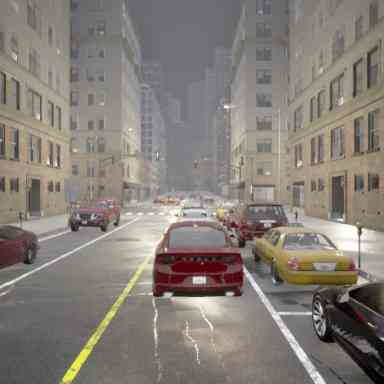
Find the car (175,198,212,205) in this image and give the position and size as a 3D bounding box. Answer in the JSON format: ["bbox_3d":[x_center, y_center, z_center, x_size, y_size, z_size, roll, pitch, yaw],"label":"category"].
[{"bbox_3d":[0.121,1.454,25.256,2.128,1.511,4.902,0,0,0],"label":"car"}]

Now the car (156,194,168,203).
[{"bbox_3d":[-5.636,1.224,63.308,1.967,1.590,4.097,1,0,0],"label":"car"}]

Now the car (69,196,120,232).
[{"bbox_3d":[-5.720,1.291,20.226,2.192,1.841,5.009,0,0,0],"label":"car"}]

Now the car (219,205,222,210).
[{"bbox_3d":[2.805,1.558,20.202,1.802,1.307,4.206,0,0,0],"label":"car"}]

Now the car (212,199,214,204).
[{"bbox_3d":[2.815,1.486,25.926,1.752,1.417,4.829,0,0,0],"label":"car"}]

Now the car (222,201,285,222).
[{"bbox_3d":[2.795,1.302,14.651,2.192,1.841,5.009,0,0,0],"label":"car"}]

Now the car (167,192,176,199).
[{"bbox_3d":[-5.583,0.899,90.422,2.192,1.841,5.009,1,0,0],"label":"car"}]

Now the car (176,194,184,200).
[{"bbox_3d":[-2.849,1.184,80.714,1.812,1.442,4.674,0,0,0],"label":"car"}]

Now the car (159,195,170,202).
[{"bbox_3d":[-5.627,1.292,68.731,1.887,1.381,4.507,1,0,0],"label":"car"}]

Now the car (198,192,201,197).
[{"bbox_3d":[2.919,1.250,79.556,1.802,1.307,4.206,1,0,0],"label":"car"}]

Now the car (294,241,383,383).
[{"bbox_3d":[2.772,1.566,3.546,1.947,1.339,4.313,0,0,0],"label":"car"}]

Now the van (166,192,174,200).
[{"bbox_3d":[-5.593,0.968,84.999,1.690,1.788,3.998,1,0,0],"label":"van"}]

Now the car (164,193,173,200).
[{"bbox_3d":[-5.605,1.108,79.577,1.967,1.590,4.097,1,0,0],"label":"car"}]

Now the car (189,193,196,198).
[{"bbox_3d":[0.175,1.061,93.182,1.837,1.490,4.892,0,0,0],"label":"car"}]

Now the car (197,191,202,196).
[{"bbox_3d":[2.941,1.024,90.400,1.967,1.590,4.097,1,0,0],"label":"car"}]

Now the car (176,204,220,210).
[{"bbox_3d":[0.129,1.510,16.113,1.812,1.442,4.674,0,0,0],"label":"car"}]

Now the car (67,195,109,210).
[{"bbox_3d":[-12.730,1.285,40.888,4.553,1.767,2.097,0,0,0],"label":"car"}]

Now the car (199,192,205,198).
[{"bbox_3d":[2.899,1.271,68.877,1.752,1.417,4.829,1,0,0],"label":"car"}]

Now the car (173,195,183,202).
[{"bbox_3d":[-2.868,1.288,70.445,1.994,1.385,4.181,0,0,0],"label":"car"}]

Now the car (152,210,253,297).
[{"bbox_3d":[0.088,1.473,8.611,1.882,1.535,5.008,0,0,-1],"label":"car"}]

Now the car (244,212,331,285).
[{"bbox_3d":[2.784,1.520,9.267,1.752,1.417,4.829,0,0,0],"label":"car"}]

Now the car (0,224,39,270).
[{"bbox_3d":[-5.743,1.577,9.120,1.802,1.307,4.206,0,0,0],"label":"car"}]

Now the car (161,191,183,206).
[{"bbox_3d":[-3.051,1.204,51.711,2.097,1.767,4.553,0,0,2],"label":"car"}]

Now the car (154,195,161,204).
[{"bbox_3d":[-5.648,1.361,57.884,1.887,1.381,4.507,0,0,0],"label":"car"}]

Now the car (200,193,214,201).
[{"bbox_3d":[2.877,1.368,57.860,2.008,1.369,4.403,0,0,0],"label":"car"}]
